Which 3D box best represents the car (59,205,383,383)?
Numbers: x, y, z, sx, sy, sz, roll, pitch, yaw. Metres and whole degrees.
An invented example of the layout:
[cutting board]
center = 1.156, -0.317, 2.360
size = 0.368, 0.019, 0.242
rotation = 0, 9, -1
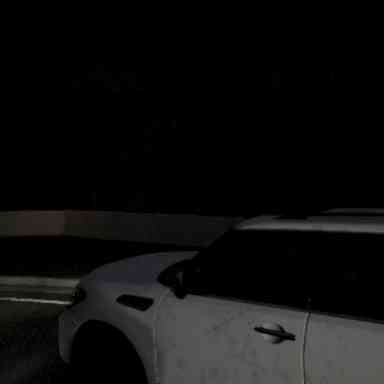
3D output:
[car]
center = 1.208, 1.153, 3.081
size = 5.566, 2.045, 2.150
rotation = 0, 0, 33
